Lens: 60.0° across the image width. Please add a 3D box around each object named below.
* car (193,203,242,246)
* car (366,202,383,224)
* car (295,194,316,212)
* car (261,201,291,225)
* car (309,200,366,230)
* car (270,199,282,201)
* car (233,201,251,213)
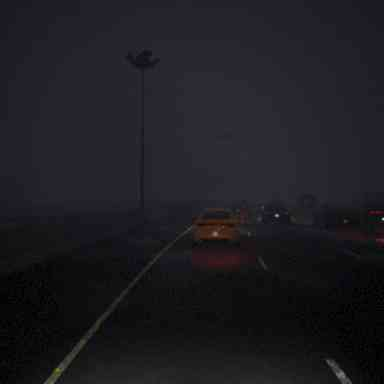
[{"bbox_3d":[1.178,1.485,15.416,1.882,1.535,5.008,0,0,6],"label":"car"},{"bbox_3d":[13.265,1.545,24.606,1.837,1.490,4.892,0,0,11],"label":"car"},{"bbox_3d":[13.578,1.270,39.714,2.150,2.045,5.566,0,0,17],"label":"car"},{"bbox_3d":[6.181,1.587,24.772,1.994,1.385,4.181,0,0,10],"label":"car"},{"bbox_3d":[9.133,1.507,21.363,1.882,1.535,5.008,0,0,9],"label":"car"},{"bbox_3d":[10.480,1.565,41.467,1.812,1.442,4.674,0,0,18],"label":"car"},{"bbox_3d":[5.410,1.626,36.894,1.895,1.301,4.718,0,0,16],"label":"car"}]
